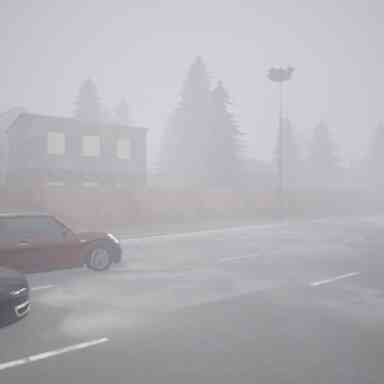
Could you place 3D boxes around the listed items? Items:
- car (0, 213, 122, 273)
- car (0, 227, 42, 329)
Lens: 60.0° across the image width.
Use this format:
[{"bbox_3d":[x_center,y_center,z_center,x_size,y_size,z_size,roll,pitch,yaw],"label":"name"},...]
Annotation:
[{"bbox_3d":[-4.287,1.353,9.286,4.553,1.767,2.097,0,0,-36],"label":"car"},{"bbox_3d":[-4.914,1.502,4.539,4.892,1.490,1.837,0,0,-36],"label":"car"}]
